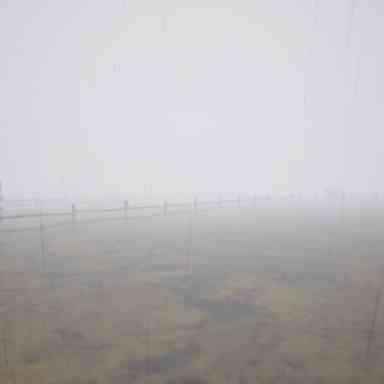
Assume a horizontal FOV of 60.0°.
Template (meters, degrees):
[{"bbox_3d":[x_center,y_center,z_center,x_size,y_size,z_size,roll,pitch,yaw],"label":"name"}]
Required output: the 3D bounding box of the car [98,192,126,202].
[{"bbox_3d":[-12.792,0.793,53.106,1.837,1.490,4.892,1,1,36],"label":"car"}]
